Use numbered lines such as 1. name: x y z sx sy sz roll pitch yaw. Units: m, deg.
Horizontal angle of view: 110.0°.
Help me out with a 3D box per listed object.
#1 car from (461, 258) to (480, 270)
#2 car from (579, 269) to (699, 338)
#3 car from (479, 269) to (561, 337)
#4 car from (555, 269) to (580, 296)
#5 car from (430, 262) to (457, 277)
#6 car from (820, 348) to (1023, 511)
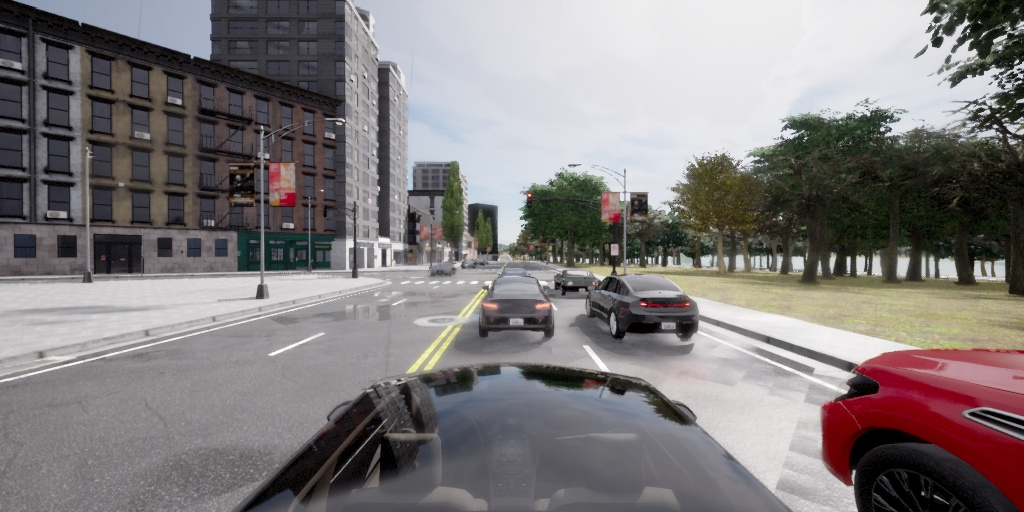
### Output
1. car: -6.510 1.226 54.045 2.128 1.511 4.902 0 0 0
2. car: 3.363 1.253 10.098 1.837 1.490 4.892 0 0 0
3. car: 0.116 1.274 10.136 1.812 1.442 4.674 0 0 0
4. car: 3.379 1.347 19.411 1.895 1.301 4.718 0 0 0
5. car: -6.526 1.283 34.566 1.994 1.385 4.181 0 1 0
6. car: 3.348 0.972 0.235 2.150 2.045 5.566 0 0 0
